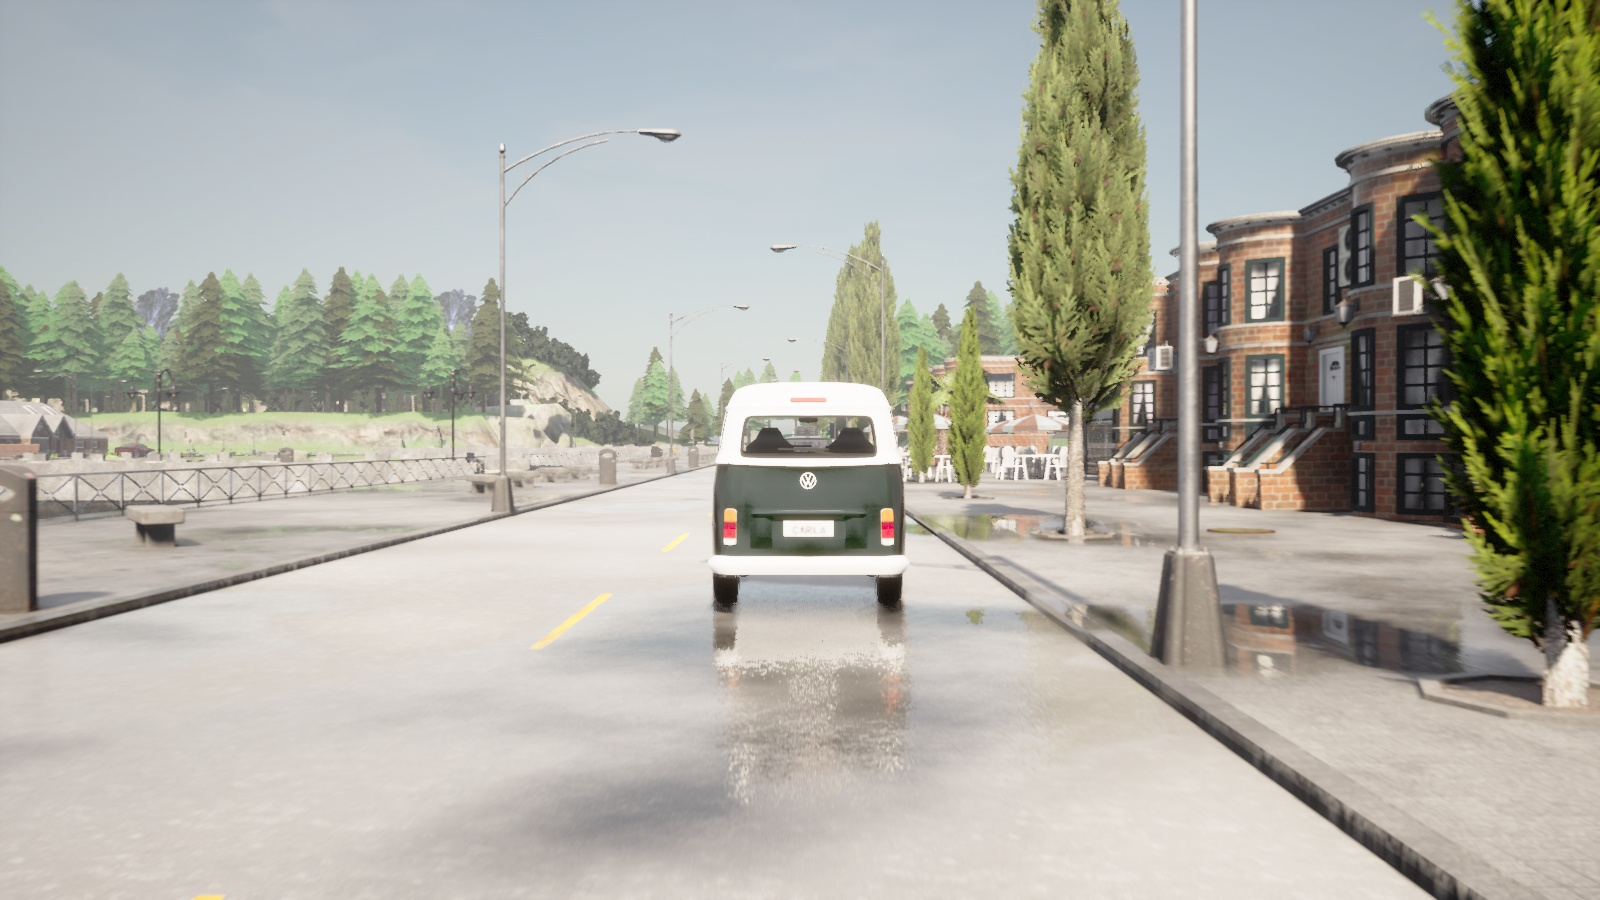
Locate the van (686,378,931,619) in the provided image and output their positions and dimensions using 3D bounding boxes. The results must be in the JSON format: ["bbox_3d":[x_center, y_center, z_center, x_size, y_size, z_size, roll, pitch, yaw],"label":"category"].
[{"bbox_3d":[0.086,0.397,12.855,2.069,2.038,4.480,0,0,0],"label":"van"}]
